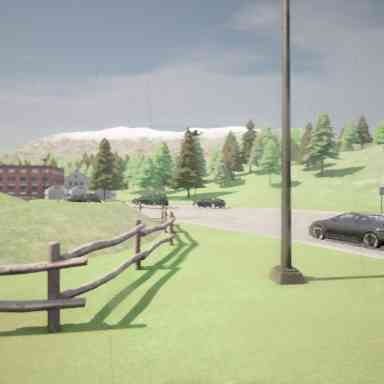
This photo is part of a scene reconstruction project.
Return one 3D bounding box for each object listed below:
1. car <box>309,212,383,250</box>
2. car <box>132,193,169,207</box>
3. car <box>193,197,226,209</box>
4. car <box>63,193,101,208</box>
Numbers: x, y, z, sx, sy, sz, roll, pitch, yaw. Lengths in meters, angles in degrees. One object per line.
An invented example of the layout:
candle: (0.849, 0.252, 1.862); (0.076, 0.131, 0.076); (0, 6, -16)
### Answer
car: (7.223, 1.563, 14.649); (1.994, 1.385, 4.181); (0, 0, -25)
car: (-5.912, 1.216, 47.158); (5.566, 2.045, 2.150); (0, 0, 32)
car: (2.298, 1.495, 45.510); (4.892, 1.490, 1.837); (-2, -1, 40)
car: (-15.770, 1.216, 47.807); (5.566, 2.045, 2.150); (0, 0, 21)
